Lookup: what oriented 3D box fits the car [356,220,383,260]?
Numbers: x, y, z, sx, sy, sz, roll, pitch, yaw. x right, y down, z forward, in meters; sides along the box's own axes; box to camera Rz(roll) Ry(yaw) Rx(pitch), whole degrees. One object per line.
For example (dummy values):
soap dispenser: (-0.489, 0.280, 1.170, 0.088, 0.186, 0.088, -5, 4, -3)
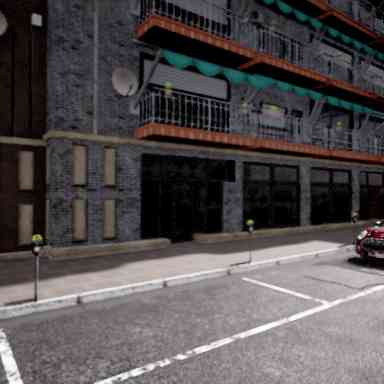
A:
car: (7.411, 1.427, 11.387, 4.097, 1.590, 1.967, 0, 0, -36)
